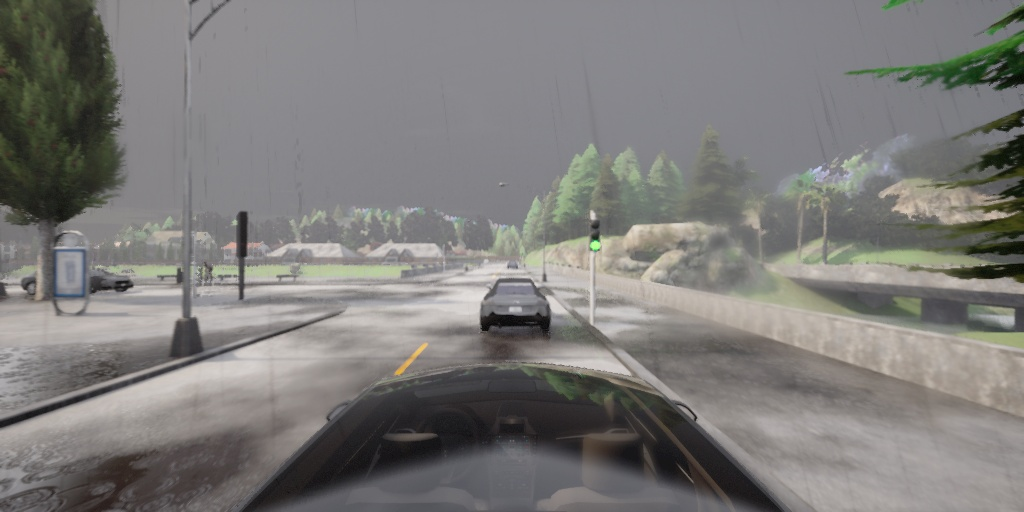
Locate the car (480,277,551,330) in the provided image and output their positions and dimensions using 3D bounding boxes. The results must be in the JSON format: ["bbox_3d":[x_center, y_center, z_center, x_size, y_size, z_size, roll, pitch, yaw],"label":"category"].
[{"bbox_3d":[0.092,1.363,11.314,1.994,1.385,4.181,0,0,0],"label":"car"}]

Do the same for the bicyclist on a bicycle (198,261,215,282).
[{"bbox_3d":[-24.116,1.232,28.330,0.582,1.620,1.656,0,0,0],"label":"bicyclist on a bicycle"}]

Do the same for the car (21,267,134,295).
[{"bbox_3d":[-24.035,1.346,19.931,4.892,1.490,1.837,0,0,0],"label":"car"}]
